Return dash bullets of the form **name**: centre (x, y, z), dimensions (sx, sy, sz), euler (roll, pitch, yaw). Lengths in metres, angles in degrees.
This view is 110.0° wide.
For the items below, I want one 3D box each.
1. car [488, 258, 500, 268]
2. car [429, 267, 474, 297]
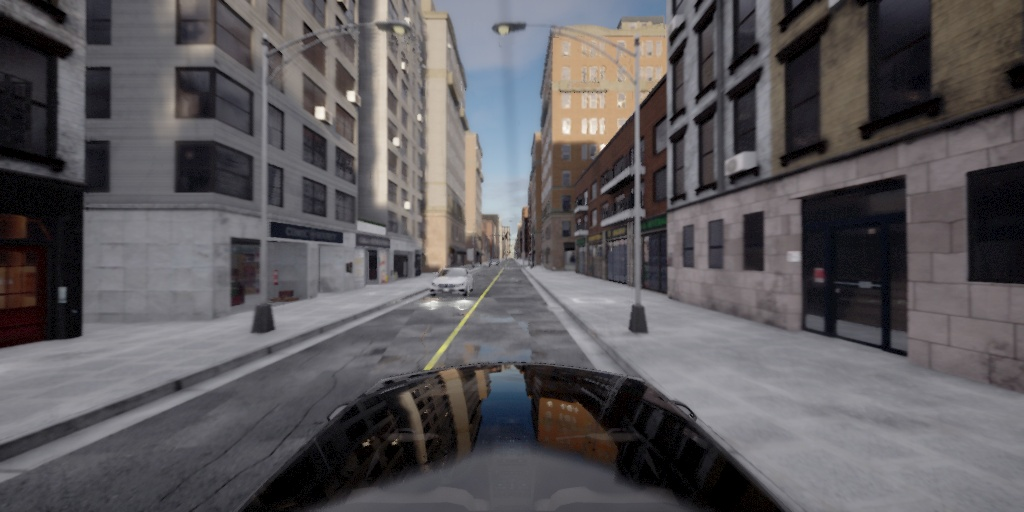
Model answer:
- **car**: centre (-3.014, 1.153, 61.352), dimensions (2.128, 1.511, 4.902), euler (0, 0, 0)
- **car**: centre (-3.105, 1.332, 19.272), dimensions (1.812, 1.442, 4.674), euler (0, 0, 0)
